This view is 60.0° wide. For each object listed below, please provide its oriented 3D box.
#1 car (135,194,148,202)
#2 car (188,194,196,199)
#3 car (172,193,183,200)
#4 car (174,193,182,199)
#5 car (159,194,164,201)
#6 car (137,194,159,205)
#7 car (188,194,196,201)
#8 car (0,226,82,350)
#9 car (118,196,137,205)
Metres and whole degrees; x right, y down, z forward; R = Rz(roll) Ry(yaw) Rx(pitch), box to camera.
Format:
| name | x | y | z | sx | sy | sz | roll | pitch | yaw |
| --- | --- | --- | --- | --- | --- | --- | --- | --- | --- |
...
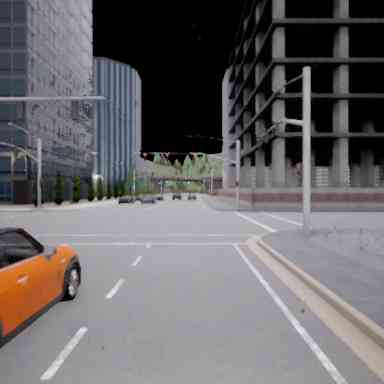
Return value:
| name | x | y | z | sx | sy | sz | roll | pitch | yaw |
| --- | --- | --- | --- | --- | --- | --- | --- | --- | --- |
| car | -10.487 | 1.150 | 69.186 | 1.837 | 1.490 | 4.892 | 0 | 0 | 0 |
| car | 0.016 | 1.154 | 83.889 | 1.895 | 1.301 | 4.718 | 0 | 0 | 0 |
| car | -3.486 | 1.119 | 74.786 | 1.837 | 1.490 | 4.892 | 0 | 0 | 0 |
| car | -3.484 | 1.083 | 83.860 | 1.812 | 1.442 | 4.674 | 0 | 0 | 0 |
| car | -6.987 | 1.127 | 69.336 | 1.882 | 1.535 | 5.008 | 0 | 0 | 0 |
| car | -7.052 | 1.079 | 53.865 | 2.097 | 1.767 | 4.553 | 0 | 0 | 0 |
| car | 0.014 | 1.144 | 74.784 | 2.128 | 1.511 | 4.902 | 0 | 0 | 0 |
| car | -3.436 | 1.324 | 5.367 | 2.097 | 1.767 | 4.553 | 0 | 0 | 0 |
| car | -10.545 | 1.275 | 53.684 | 2.033 | 1.411 | 5.357 | 0 | 0 | 1 |
